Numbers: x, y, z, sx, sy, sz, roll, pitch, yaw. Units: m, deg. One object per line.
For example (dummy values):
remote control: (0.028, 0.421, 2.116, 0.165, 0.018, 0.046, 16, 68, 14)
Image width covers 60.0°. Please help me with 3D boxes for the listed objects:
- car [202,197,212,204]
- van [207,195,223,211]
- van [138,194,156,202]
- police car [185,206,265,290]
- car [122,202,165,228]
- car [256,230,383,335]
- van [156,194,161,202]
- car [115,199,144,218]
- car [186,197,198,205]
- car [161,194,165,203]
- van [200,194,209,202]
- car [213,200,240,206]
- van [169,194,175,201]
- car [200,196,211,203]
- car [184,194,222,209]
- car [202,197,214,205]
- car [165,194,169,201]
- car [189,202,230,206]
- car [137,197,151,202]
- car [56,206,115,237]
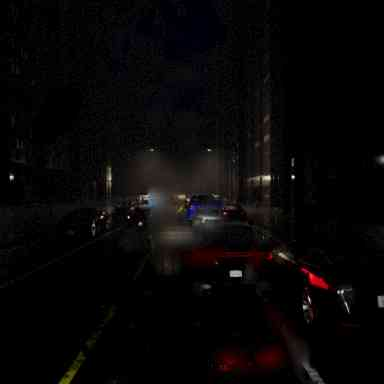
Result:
car: (2.768, 1.563, 63.123, 1.802, 1.307, 4.206, 0, 0, 0)
van: (2.763, 1.329, 40.560, 1.690, 1.788, 3.998, 0, 0, 0)
van: (-5.763, 1.329, 40.557, 1.690, 1.788, 3.998, 0, 0, 0)
police car: (0.841, 1.423, 9.202, 1.930, 1.638, 5.238, 0, 0, -1)
car: (-3.100, 1.594, 22.226, 1.895, 1.301, 4.718, 0, 0, 0)
car: (2.757, 1.564, 6.716, 1.947, 1.339, 4.313, 0, 0, 0)
van: (-5.762, 1.328, 46.198, 1.690, 1.788, 3.998, 0, 0, 0)
car: (-5.764, 1.542, 29.276, 2.008, 1.369, 4.403, 0, 0, 0)
car: (0.007, 1.584, 57.608, 1.895, 1.301, 4.718, 0, 0, 0)
car: (-5.760, 1.425, 51.839, 1.967, 1.590, 4.097, 0, 0, 0)
van: (2.769, 1.318, 74.404, 1.690, 1.788, 3.998, 0, 0, 0)
car: (2.760, 1.538, 23.638, 1.887, 1.381, 4.507, 0, 0, 0)
van: (-5.755, 1.315, 80.044, 1.690, 1.788, 3.998, 0, 0, 0)
car: (2.769, 1.545, 68.764, 1.947, 1.339, 4.313, 0, 0, 0)
car: (0.702, 1.215, 25.109, 2.150, 2.045, 5.566, 0, 0, -1)
car: (2.767, 1.565, 57.482, 1.802, 1.307, 4.206, 0, 0, 0)
car: (-5.760, 1.298, 57.480, 2.192, 1.841, 5.009, 0, 0, 0)
car: (0.900, 1.521, 19.101, 1.812, 1.442, 4.674, 0, 0, 0)
car: (-5.763, 1.515, 34.747, 1.752, 1.417, 4.829, 0, 0, 0)
car: (-5.766, 1.561, 17.994, 1.947, 1.339, 4.313, 0, 0, 0)
